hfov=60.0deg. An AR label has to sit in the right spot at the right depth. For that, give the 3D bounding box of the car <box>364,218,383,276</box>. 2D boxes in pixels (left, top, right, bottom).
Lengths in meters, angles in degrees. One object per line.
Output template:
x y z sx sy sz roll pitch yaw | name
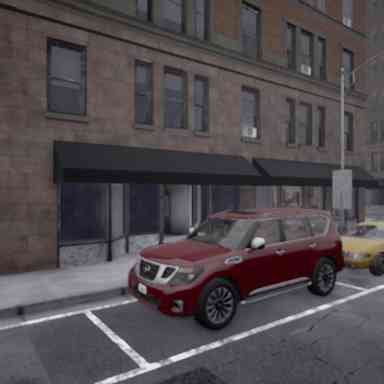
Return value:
5.694 1.504 10.261 4.829 1.417 1.752 0 0 -35 | car

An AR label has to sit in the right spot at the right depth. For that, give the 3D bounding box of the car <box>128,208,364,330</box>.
1.210 1.305 7.063 5.009 1.841 2.192 0 0 -35 | car
